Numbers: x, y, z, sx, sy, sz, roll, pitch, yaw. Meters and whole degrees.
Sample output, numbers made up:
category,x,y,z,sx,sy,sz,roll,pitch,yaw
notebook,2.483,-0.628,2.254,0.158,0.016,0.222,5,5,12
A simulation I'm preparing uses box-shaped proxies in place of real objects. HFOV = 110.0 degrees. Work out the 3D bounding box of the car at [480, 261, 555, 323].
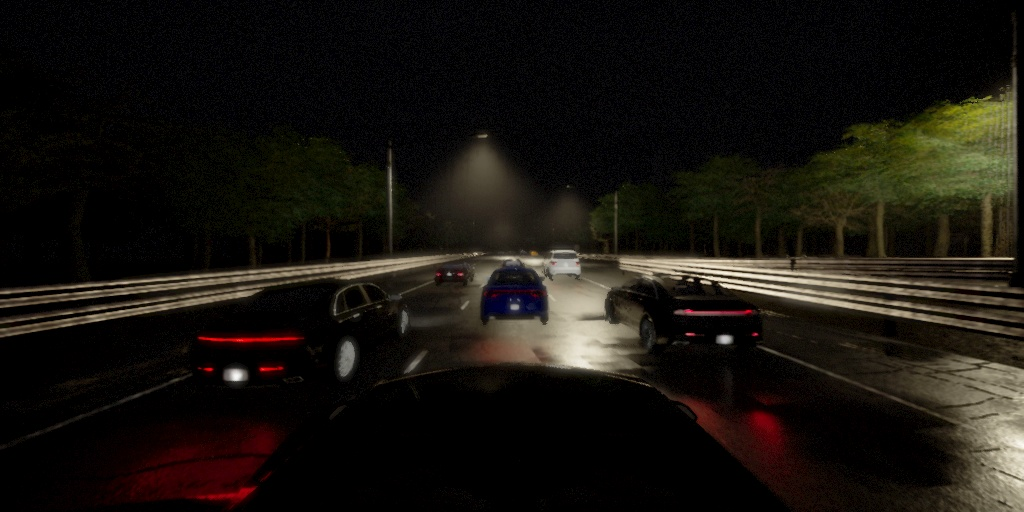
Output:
category,x,y,z,sx,sy,sz,roll,pitch,yaw
car,0.079,1.098,11.516,1.882,1.535,5.008,0,1,0

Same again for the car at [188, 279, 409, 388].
category,x,y,z,sx,sy,sz,roll,pitch,yaw
car,-3.441,1.189,6.907,1.837,1.490,4.892,0,1,0

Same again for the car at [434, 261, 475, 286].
category,x,y,z,sx,sy,sz,roll,pitch,yaw
car,-3.445,1.007,22.271,2.033,1.411,5.357,0,1,0

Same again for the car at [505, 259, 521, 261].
category,x,y,z,sx,sy,sz,roll,pitch,yaw
car,0.079,0.927,27.833,1.994,1.385,4.181,0,1,0

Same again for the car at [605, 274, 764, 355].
category,x,y,z,sx,sy,sz,roll,pitch,yaw
car,3.568,1.154,8.416,2.128,1.511,4.902,0,1,0

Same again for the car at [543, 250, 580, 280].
category,x,y,z,sx,sy,sz,roll,pitch,yaw
car,3.578,0.609,26.350,2.150,2.045,5.566,0,1,0
